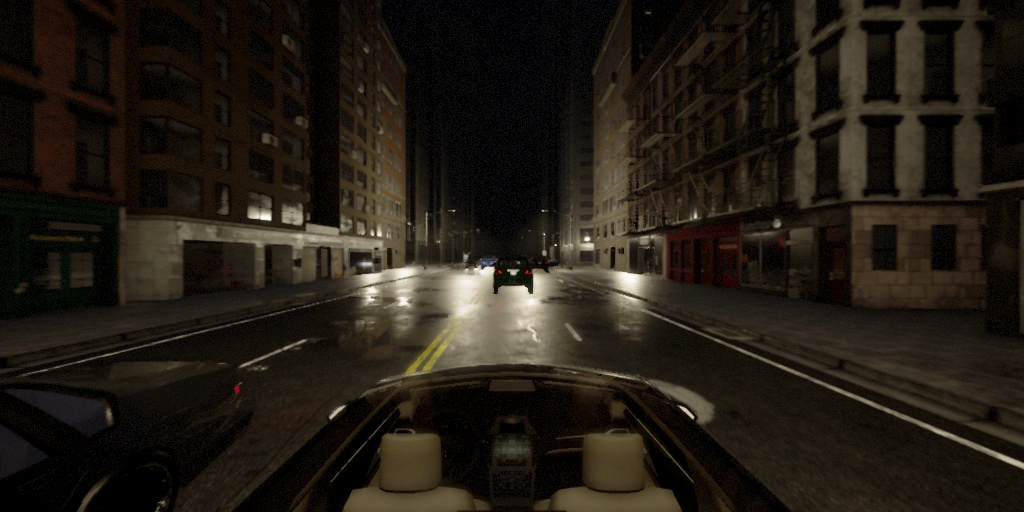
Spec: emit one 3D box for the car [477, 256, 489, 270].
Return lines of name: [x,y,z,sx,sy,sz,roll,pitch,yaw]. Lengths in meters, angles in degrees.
car: [-3.355,0.959,52.331,2.150,2.045,5.566,0,0,0]

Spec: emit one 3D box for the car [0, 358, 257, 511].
car: [-3.352,1.294,1.010,2.033,1.411,5.357,0,0,0]

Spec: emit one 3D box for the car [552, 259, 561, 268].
car: [6.262,1.231,59.331,4.902,1.511,2.128,0,-1,-43]

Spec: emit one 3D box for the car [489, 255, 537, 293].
car: [0.063,0.969,20.775,2.150,2.045,5.566,0,0,0]

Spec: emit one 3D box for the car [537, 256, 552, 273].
car: [3.266,0.966,44.197,2.150,2.045,5.566,0,0,0]

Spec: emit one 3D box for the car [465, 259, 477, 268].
car: [-6.609,1.230,59.330,1.837,1.490,4.892,0,0,-5]
